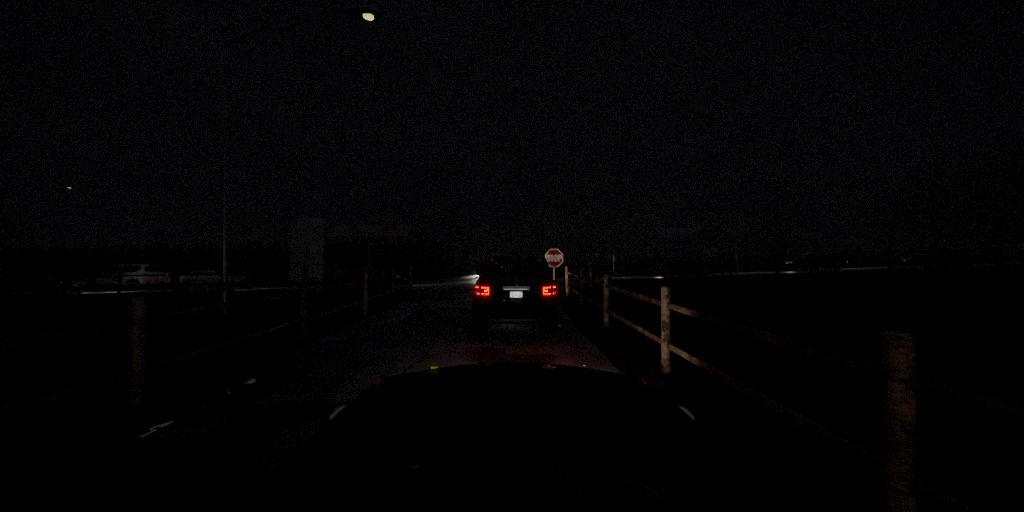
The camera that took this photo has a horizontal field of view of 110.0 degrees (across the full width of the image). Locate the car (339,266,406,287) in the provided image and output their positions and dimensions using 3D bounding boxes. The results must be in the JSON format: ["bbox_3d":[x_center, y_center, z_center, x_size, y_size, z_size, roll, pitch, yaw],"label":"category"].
[{"bbox_3d":[-10.030,1.463,25.803,4.674,1.442,1.812,-2,-2,0],"label":"car"}]

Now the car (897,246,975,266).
[{"bbox_3d":[34.036,0.004,28.882,4.902,1.511,2.128,-2,-2,0],"label":"car"}]

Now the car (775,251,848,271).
[{"bbox_3d":[23.984,0.382,28.857,5.008,1.535,1.882,-2,-2,0],"label":"car"}]

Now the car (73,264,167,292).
[{"bbox_3d":[-30.847,1.718,28.710,5.566,2.045,2.150,-1,-2,0],"label":"car"}]

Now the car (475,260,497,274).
[{"bbox_3d":[-2.936,1.220,41.218,2.128,1.511,4.902,0,0,0],"label":"car"}]

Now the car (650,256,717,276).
[{"bbox_3d":[13.674,0.776,28.802,5.008,1.535,1.882,-2,-2,-1],"label":"car"}]

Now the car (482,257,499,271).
[{"bbox_3d":[-2.941,1.070,50.424,2.097,1.767,4.553,0,0,0],"label":"car"}]

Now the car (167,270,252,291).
[{"bbox_3d":[-21.384,1.719,25.775,4.674,1.442,1.812,-1,-2,0],"label":"car"}]

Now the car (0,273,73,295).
[{"bbox_3d":[-33.614,1.936,25.750,4.902,1.511,2.128,-1,-2,0],"label":"car"}]

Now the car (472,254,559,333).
[{"bbox_3d":[0.060,0.975,10.883,2.150,2.045,5.566,0,0,-1],"label":"car"}]
